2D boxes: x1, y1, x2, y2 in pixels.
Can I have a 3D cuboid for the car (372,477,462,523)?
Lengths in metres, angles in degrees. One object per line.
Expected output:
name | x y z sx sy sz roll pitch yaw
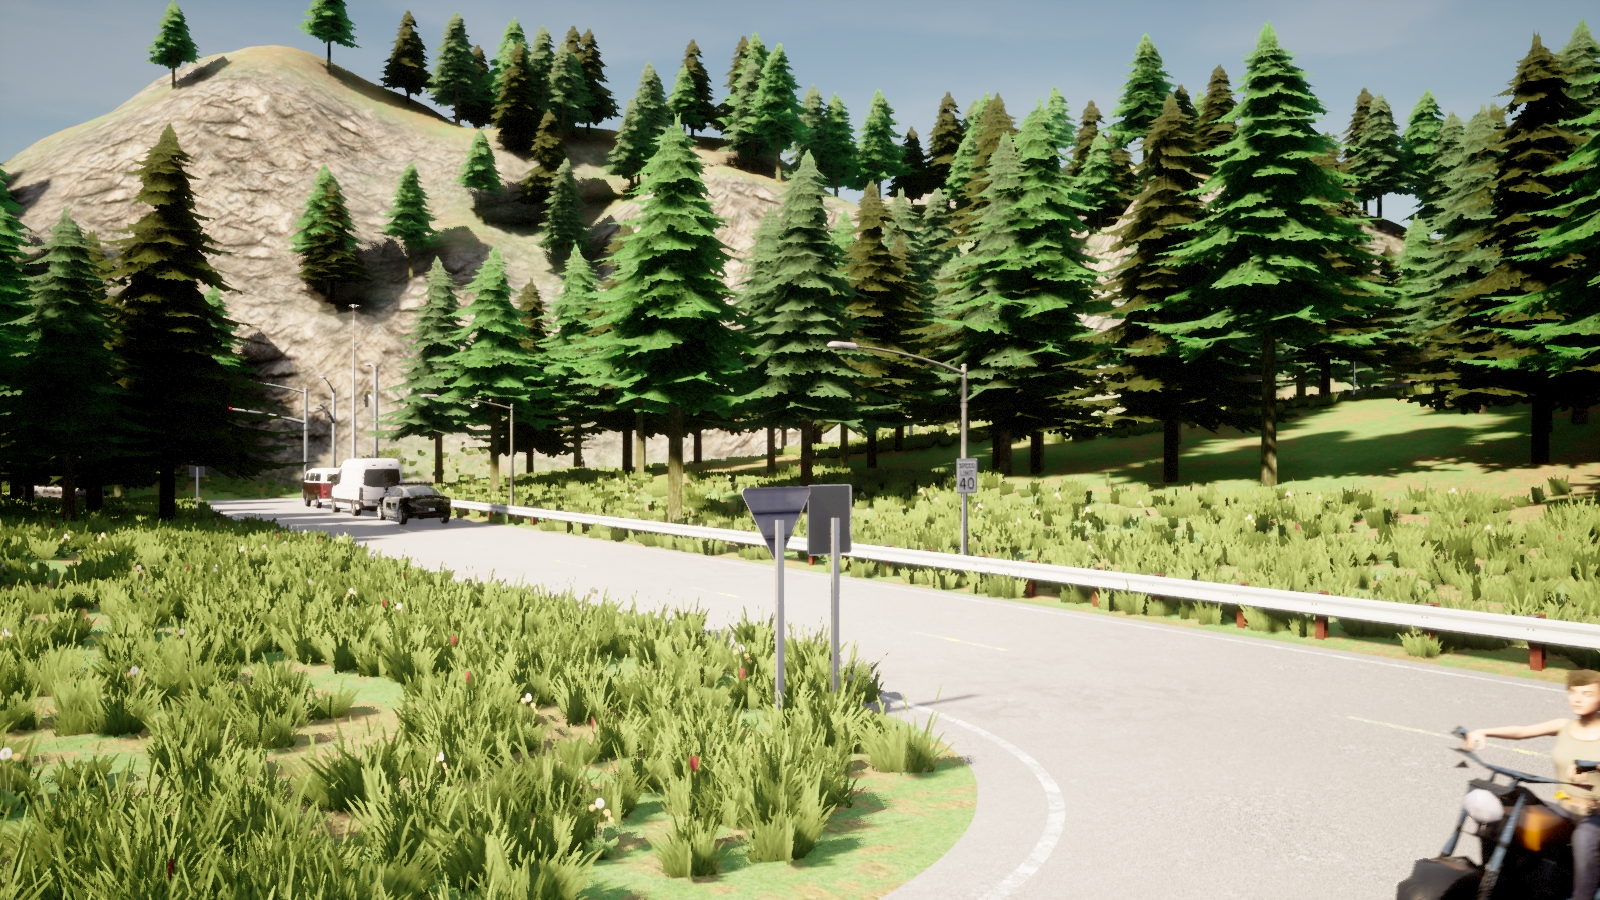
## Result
car | -15.723 1.982 46.760 2.097 1.638 5.238 0 0 -35

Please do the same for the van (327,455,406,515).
van | -20.079 1.534 52.765 1.988 2.561 5.915 0 0 -35

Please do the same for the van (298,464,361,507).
van | -24.143 1.782 58.581 2.069 2.038 4.480 0 0 -35
